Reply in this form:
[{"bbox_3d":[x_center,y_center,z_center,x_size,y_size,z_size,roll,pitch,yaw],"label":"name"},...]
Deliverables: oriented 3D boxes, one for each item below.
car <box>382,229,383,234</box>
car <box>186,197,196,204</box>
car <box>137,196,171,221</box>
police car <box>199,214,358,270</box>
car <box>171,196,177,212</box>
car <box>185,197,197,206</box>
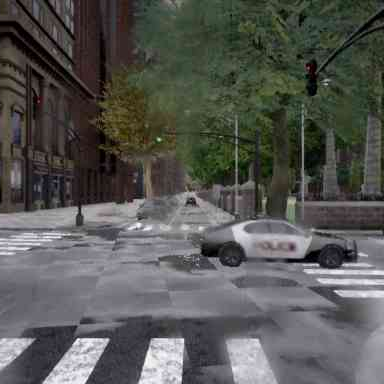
[{"bbox_3d":[11.858,1.835,16.662,4.206,1.307,1.802,1,-1,0],"label":"car"},{"bbox_3d":[-0.173,1.722,68.143,1.994,1.385,4.181,0,0,0],"label":"car"},{"bbox_3d":[-3.162,1.382,27.234,2.097,1.767,4.553,0,0,0],"label":"car"},{"bbox_3d":[2.713,1.563,10.896,4.974,1.542,2.038,1,0,0],"label":"police car"},{"bbox_3d":[-3.182,1.543,37.459,2.128,1.511,4.902,0,0,0],"label":"car"},{"bbox_3d":[-0.148,1.620,58.108,1.837,1.490,4.892,0,0,0],"label":"car"}]
